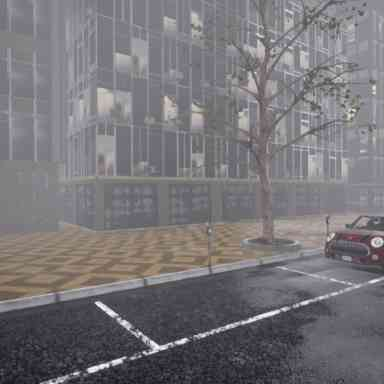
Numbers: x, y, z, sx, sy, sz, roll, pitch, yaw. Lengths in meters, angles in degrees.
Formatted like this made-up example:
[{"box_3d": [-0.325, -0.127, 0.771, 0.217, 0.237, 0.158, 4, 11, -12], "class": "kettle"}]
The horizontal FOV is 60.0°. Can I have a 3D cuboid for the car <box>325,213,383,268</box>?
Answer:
[{"box_3d": [6.198, 1.438, 10.990, 4.097, 1.590, 1.967, 0, 0, -36], "class": "car"}]
